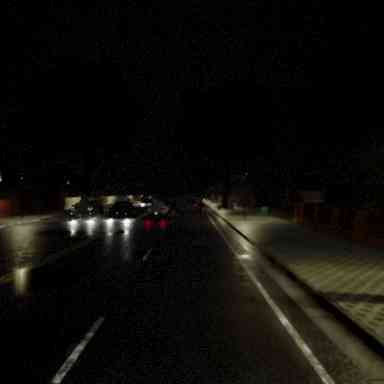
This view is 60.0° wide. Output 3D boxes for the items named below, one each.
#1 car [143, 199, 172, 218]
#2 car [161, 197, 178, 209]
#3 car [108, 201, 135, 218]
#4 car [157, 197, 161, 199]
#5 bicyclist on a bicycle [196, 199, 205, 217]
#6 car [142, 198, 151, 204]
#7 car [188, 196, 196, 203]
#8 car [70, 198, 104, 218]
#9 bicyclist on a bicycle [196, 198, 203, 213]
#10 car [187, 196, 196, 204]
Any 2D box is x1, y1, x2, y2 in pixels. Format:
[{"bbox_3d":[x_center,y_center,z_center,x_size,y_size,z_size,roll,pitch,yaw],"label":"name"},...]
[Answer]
[{"bbox_3d":[-3.144,1.639,31.380,1.812,1.442,4.674,0,0,0],"label":"car"},{"bbox_3d":[-3.141,1.708,49.064,1.812,1.442,4.674,0,0,0],"label":"car"},{"bbox_3d":[-6.586,1.619,31.598,1.837,1.490,4.892,0,0,0],"label":"car"},{"bbox_3d":[-6.486,1.805,72.064,1.994,1.385,4.181,0,0,0],"label":"car"},{"bbox_3d":[0.899,1.479,29.873,0.659,1.776,1.843,0,0,0],"label":"bicyclist on a bicycle"},{"bbox_3d":[-9.736,1.848,72.034,1.895,1.301,4.718,0,0,0],"label":"car"},{"bbox_3d":[0.016,1.826,83.599,2.128,1.511,4.902,0,0,0],"label":"car"},{"bbox_3d":[-9.835,1.466,31.430,2.097,1.767,4.553,0,0,0],"label":"car"},{"bbox_3d":[0.895,1.581,39.376,0.866,1.612,1.509,0,0,0],"label":"bicyclist on a bicycle"},{"bbox_3d":[0.014,1.786,69.605,1.812,1.442,4.674,0,0,0],"label":"car"}]
